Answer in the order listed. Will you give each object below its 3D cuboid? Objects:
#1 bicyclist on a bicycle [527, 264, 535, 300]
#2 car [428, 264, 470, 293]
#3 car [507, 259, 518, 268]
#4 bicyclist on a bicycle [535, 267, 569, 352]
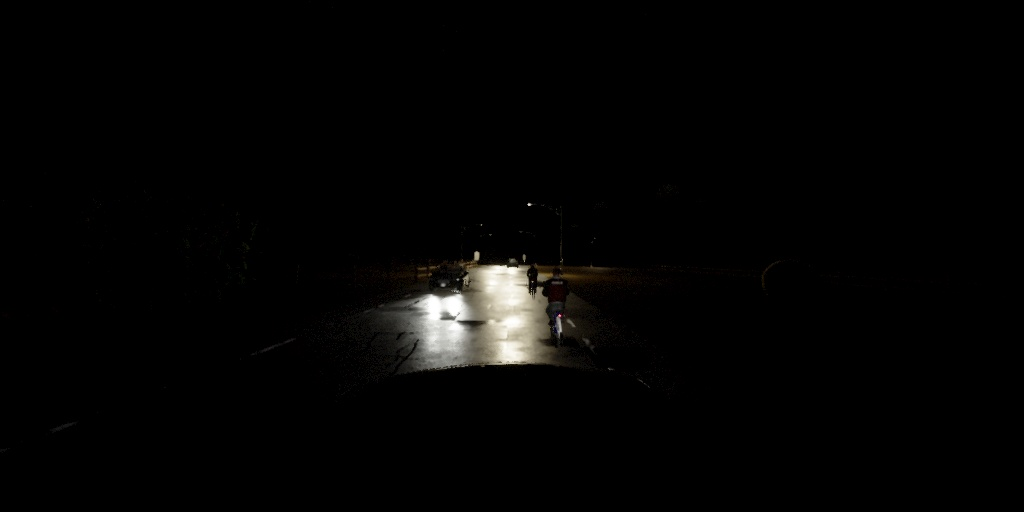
[{"bbox_3d":[0.972,1.208,16.790,0.582,1.620,1.656,0,0,0],"label":"bicyclist on a bicycle"},{"bbox_3d":[-3.591,1.250,21.176,2.128,1.511,4.902,0,0,0],"label":"car"},{"bbox_3d":[0.119,1.502,64.254,1.994,1.385,4.181,0,0,0],"label":"car"},{"bbox_3d":[0.967,1.123,8.045,0.659,1.776,1.843,0,0,0],"label":"bicyclist on a bicycle"}]
